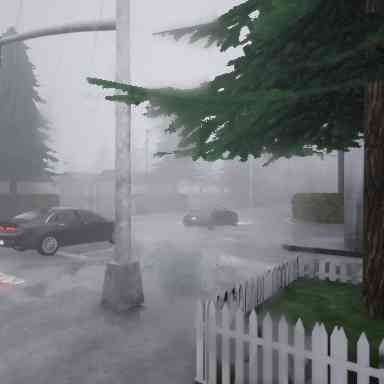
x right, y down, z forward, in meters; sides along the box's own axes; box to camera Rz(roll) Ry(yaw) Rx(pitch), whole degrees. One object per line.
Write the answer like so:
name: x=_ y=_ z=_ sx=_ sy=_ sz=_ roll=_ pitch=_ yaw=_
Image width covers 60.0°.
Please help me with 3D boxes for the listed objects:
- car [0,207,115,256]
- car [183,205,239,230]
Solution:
car: x=-4.508 y=1.313 z=12.325 sx=1.837 sy=1.490 sz=4.892 roll=0 pitch=0 yaw=35
car: x=1.263 y=1.468 z=20.668 sx=1.994 sy=1.385 sz=4.181 roll=1 pitch=1 yaw=35
